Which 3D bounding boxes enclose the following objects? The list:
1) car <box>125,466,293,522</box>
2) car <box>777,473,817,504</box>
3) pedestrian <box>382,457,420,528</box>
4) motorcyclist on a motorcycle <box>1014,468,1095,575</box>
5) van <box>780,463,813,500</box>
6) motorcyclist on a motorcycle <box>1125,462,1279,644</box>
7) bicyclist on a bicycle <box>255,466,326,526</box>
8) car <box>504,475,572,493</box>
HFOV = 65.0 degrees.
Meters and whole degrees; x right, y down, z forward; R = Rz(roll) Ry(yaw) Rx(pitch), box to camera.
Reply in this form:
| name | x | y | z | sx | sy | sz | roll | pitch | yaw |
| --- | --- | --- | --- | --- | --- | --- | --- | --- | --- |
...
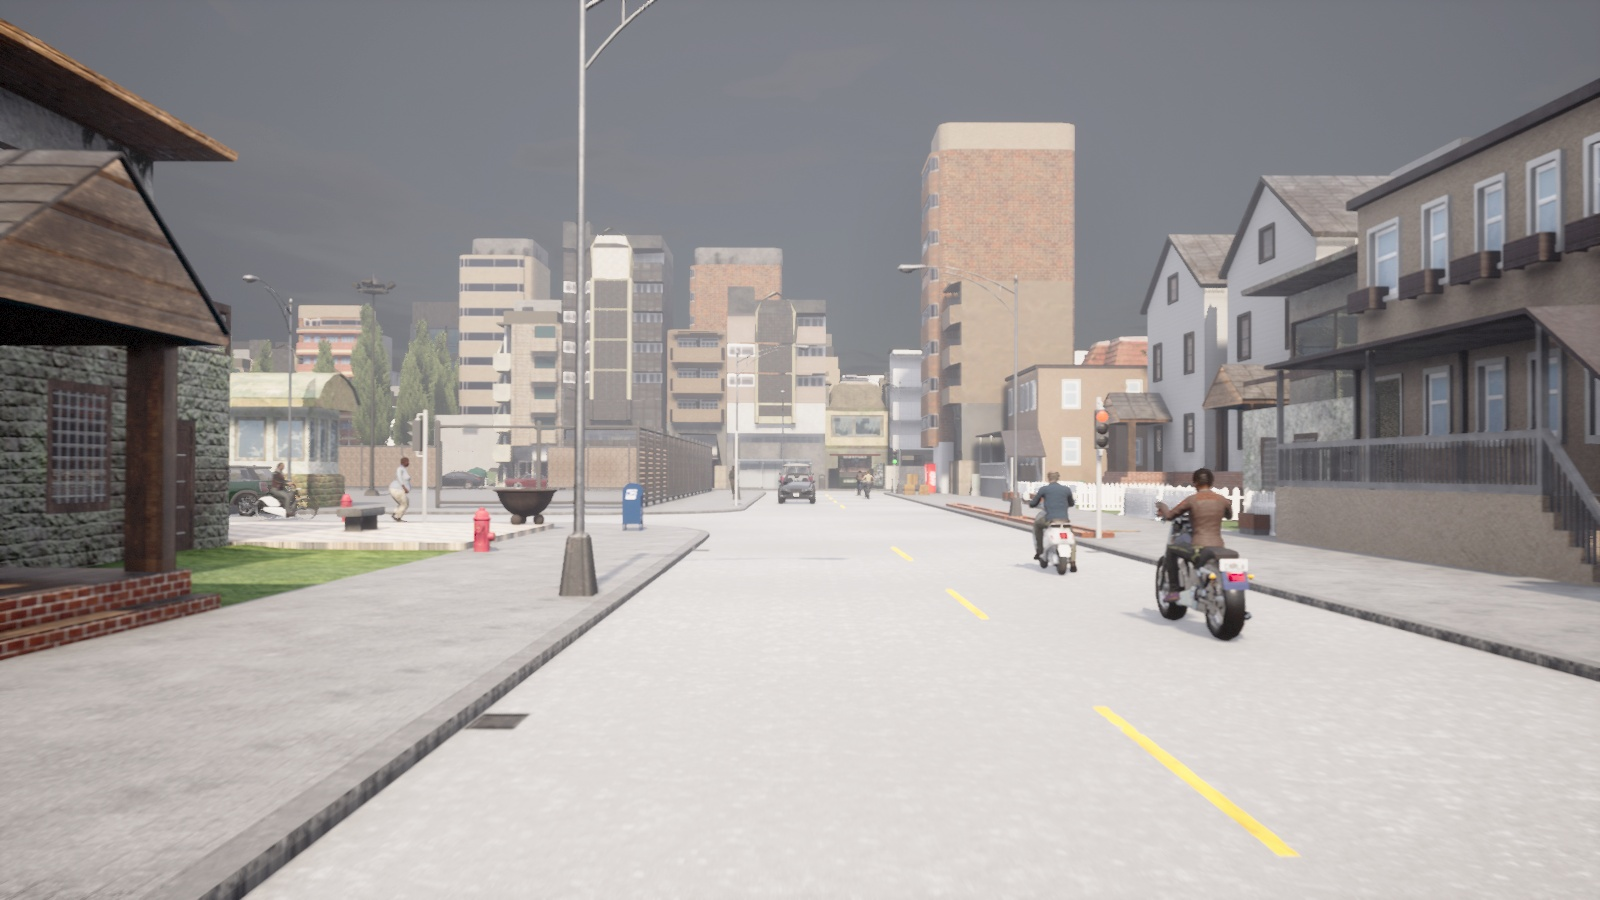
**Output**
| name | x | y | z | sx | sy | sz | roll | pitch | yaw |
| --- | --- | --- | --- | --- | --- | --- | --- | --- | --- |
| car | -19.437 | 1.444 | 41.439 | 4.553 | 1.767 | 2.097 | 0 | -1 | 0 |
| car | -0.112 | 1.850 | 61.030 | 1.816 | 1.474 | 4.193 | 0 | -1 | 1 |
| pedestrian | -10.697 | 1.128 | 33.703 | 0.900 | 1.855 | 0.874 | 0 | -1 | -14 |
| motorcyclist on a motorcycle | 3.960 | 1.082 | 19.686 | 0.866 | 1.590 | 1.817 | 0 | -1 | 0 |
| van | -0.167 | 1.734 | 69.699 | 1.775 | 1.987 | 4.442 | 0 | -1 | 0 |
| motorcyclist on a motorcycle | 3.967 | 0.960 | 12.618 | 0.766 | 1.649 | 2.350 | 0 | -1 | 0 |
| bicyclist on a bicycle | -15.202 | 1.373 | 37.460 | 1.843 | 1.776 | 0.659 | 0 | -1 | 0 |
| car | -19.787 | 2.584 | 95.007 | 4.718 | 1.301 | 1.895 | 0 | -1 | 0 |
